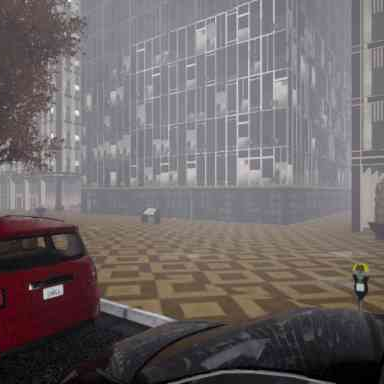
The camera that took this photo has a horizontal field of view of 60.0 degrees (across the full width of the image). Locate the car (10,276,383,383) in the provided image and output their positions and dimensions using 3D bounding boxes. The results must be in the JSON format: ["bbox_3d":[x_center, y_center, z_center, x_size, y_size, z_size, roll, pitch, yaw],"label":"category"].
[{"bbox_3d":[0.840,1.566,2.278,4.313,1.339,1.947,0,0,36],"label":"car"}]

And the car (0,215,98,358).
[{"bbox_3d":[-3.650,1.314,5.493,5.009,1.841,2.192,0,0,36],"label":"car"}]
